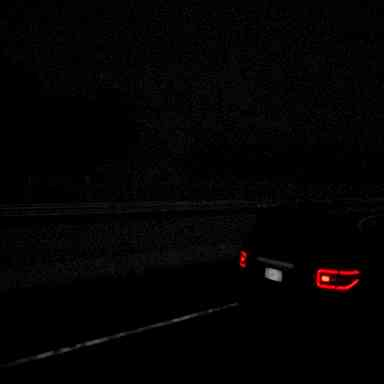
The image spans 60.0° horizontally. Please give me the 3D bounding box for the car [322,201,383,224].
[{"bbox_3d":[12.490,1.483,25.797,4.902,1.511,2.128,0,0,-35],"label":"car"}]

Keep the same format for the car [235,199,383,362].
[{"bbox_3d":[3.296,1.217,6.098,5.566,2.045,2.150,0,0,-35],"label":"car"}]

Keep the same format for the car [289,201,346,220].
[{"bbox_3d":[11.061,1.539,29.079,5.357,1.411,2.033,0,0,-35],"label":"car"}]
